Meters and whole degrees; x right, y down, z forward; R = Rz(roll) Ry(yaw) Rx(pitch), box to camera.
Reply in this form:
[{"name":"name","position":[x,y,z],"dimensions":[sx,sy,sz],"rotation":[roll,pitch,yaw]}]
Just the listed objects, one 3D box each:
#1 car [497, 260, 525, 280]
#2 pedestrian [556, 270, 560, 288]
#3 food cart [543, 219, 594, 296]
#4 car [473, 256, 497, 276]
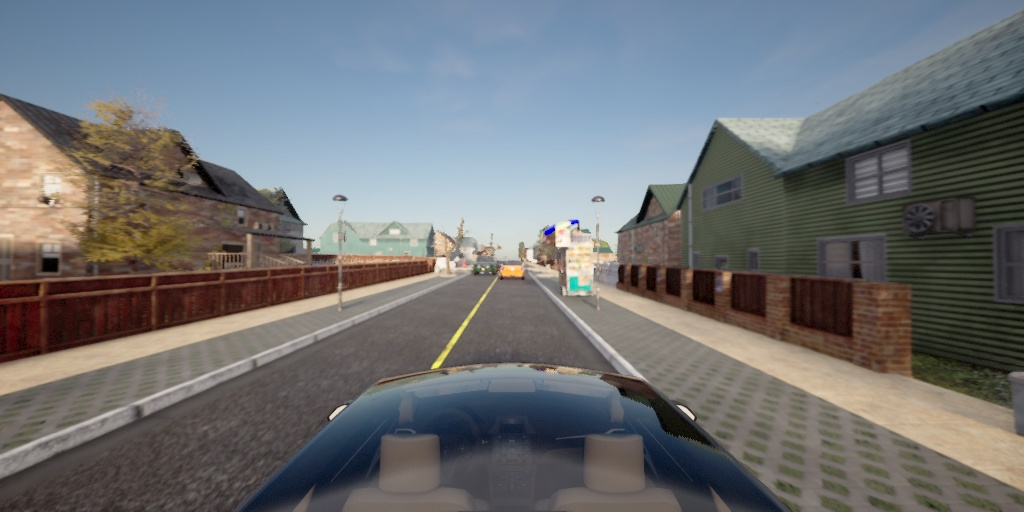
[{"name":"car","position":[0.047,1.118,31.802],"dimensions":[2.097,1.767,4.553],"rotation":[0,0,1]},{"name":"pedestrian","position":[2.743,1.275,20.545],"dimensions":[0.500,1.100,0.500],"rotation":[1,-1,-3]},{"name":"food cart","position":[3.010,0.217,17.704],"dimensions":[2.280,3.560,4.660],"rotation":[0,0,0]},{"name":"car","position":[-2.771,1.003,37.665],"dimensions":[2.150,2.045,5.566],"rotation":[0,-1,0]}]
